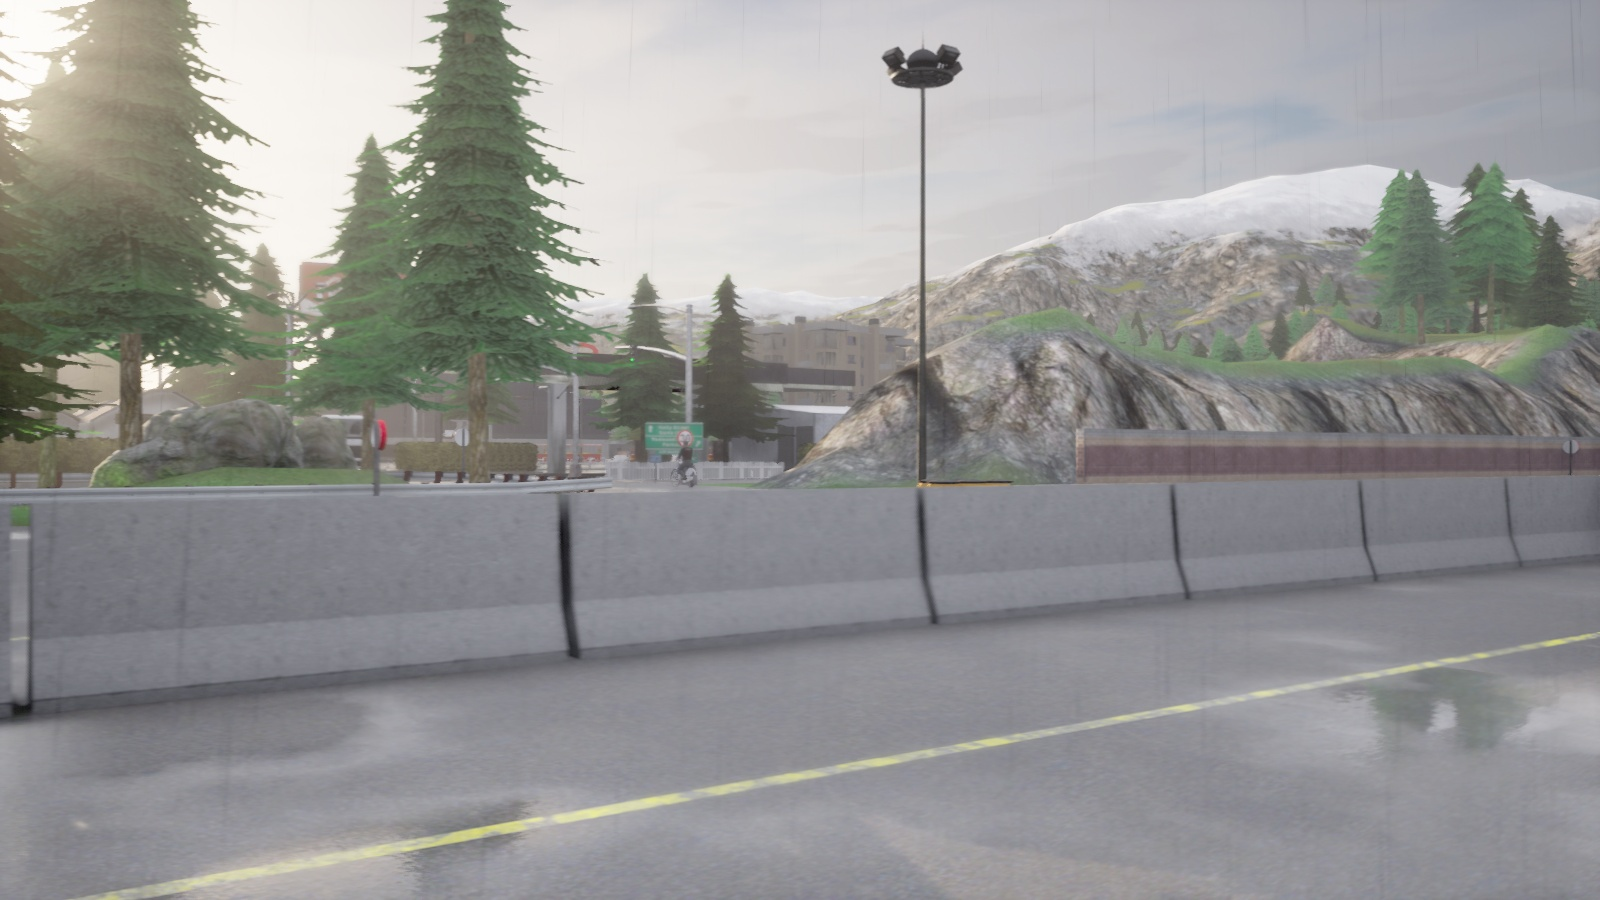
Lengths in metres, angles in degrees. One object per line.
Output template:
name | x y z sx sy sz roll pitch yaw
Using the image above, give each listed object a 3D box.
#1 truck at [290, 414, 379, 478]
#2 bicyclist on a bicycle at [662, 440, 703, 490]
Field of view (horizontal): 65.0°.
truck | -26.851 -0.182 72.227 2.891 3.462 7.936 0 -1 -35
bicyclist on a bicycle | -4.350 0.542 46.333 0.659 1.776 1.843 0 0 -36
